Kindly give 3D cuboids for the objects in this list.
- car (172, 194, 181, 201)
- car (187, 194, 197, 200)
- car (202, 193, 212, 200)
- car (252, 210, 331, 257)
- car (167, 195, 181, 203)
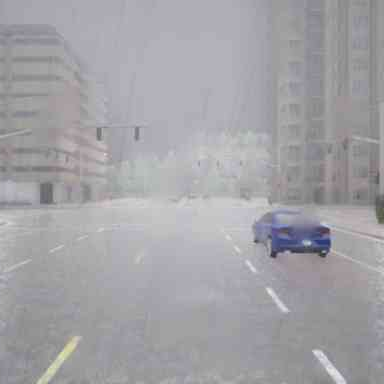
[{"bbox_3d":[-3.501,1.269,75.433,1.994,1.385,4.181,0,0,0],"label":"car"},{"bbox_3d":[-0.001,1.085,76.938,1.812,1.442,4.674,0,0,0],"label":"car"},{"bbox_3d":[3.499,1.061,76.938,1.837,1.490,4.892,0,0,0],"label":"car"},{"bbox_3d":[3.564,1.432,12.733,1.882,1.535,5.008,0,0,0],"label":"car"},{"bbox_3d":[-3.534,1.307,60.485,1.812,1.442,4.674,0,0,1],"label":"car"}]
